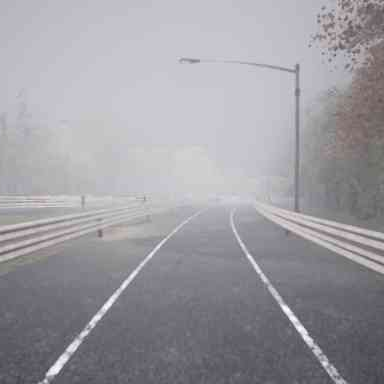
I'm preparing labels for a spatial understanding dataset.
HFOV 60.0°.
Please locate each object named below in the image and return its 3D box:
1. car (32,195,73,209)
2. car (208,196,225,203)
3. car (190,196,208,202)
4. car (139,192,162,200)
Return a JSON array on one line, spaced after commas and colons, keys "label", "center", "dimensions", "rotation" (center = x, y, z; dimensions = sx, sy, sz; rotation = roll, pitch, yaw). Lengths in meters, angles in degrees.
[{"label": "car", "center": [-14.183, 1.020, 34.000], "dimensions": [1.994, 1.385, 4.181], "rotation": [0, -1, 25]}, {"label": "car", "center": [5.244, 1.693, 76.471], "dimensions": [2.033, 1.411, 5.357], "rotation": [0, -1, 24]}, {"label": "car", "center": [1.238, 1.584, 76.109], "dimensions": [1.882, 1.535, 5.008], "rotation": [0, -1, 24]}, {"label": "car", "center": [-7.971, 1.062, 64.282], "dimensions": [2.150, 2.045, 5.566], "rotation": [0, -1, 24]}]
